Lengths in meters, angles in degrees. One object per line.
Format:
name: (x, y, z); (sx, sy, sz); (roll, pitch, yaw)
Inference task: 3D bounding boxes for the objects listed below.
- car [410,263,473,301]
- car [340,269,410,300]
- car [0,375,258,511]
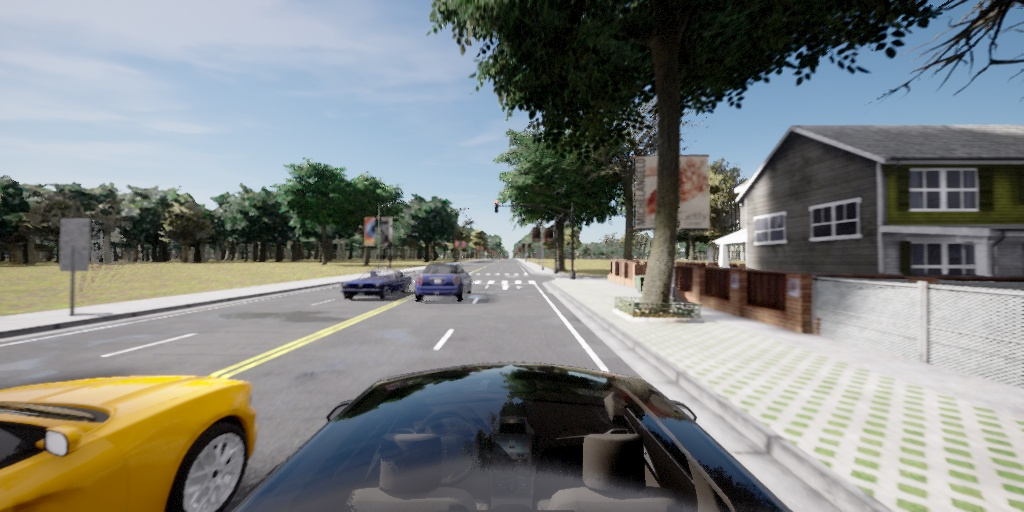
car: (-3.144, 1.098, 17.326); (2.097, 1.767, 4.553); (0, 0, 0)
car: (-6.515, 1.348, 17.674); (1.895, 1.301, 4.718); (0, 0, 0)
car: (-3.150, 1.228, 1.099); (1.882, 1.535, 5.008); (0, 0, 0)
